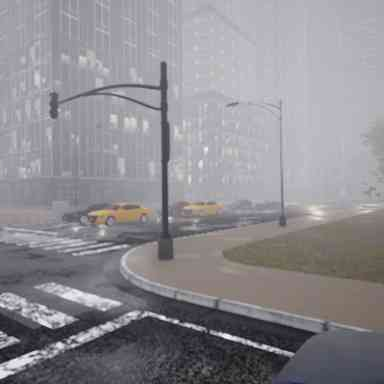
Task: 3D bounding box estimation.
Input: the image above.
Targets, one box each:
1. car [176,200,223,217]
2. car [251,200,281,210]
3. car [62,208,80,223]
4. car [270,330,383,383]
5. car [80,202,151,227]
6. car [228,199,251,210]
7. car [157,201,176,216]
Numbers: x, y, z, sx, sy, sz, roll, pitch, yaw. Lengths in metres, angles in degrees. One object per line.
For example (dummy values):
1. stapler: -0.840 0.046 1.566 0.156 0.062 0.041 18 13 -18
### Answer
1. car: 1.076 1.539 31.765 1.882 1.535 5.008 -1 -1 37
2. car: 9.990 1.679 43.478 1.895 1.301 4.718 -1 -1 37
3. car: -7.542 1.574 25.781 1.882 1.535 5.008 -1 -1 37
4. car: 2.994 1.547 1.543 5.357 1.411 2.033 0 0 36
5. car: -5.079 1.527 23.650 1.882 1.535 5.008 -1 -1 37
6. car: 6.608 1.650 44.406 1.812 1.442 4.674 -1 0 38
7. car: -1.505 1.635 33.737 1.812 1.442 4.674 -1 -1 37
